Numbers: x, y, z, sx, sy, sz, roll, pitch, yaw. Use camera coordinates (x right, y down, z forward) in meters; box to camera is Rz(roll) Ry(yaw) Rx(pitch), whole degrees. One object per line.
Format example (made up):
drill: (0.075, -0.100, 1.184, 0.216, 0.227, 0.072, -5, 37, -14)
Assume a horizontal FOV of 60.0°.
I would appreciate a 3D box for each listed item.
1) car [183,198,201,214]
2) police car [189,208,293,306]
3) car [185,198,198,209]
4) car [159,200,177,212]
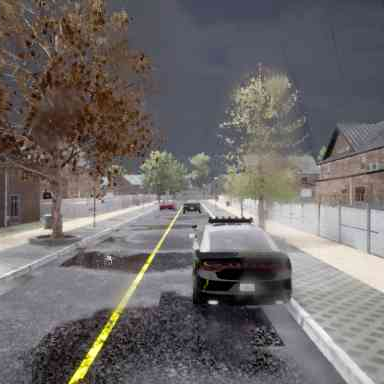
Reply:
car: (0.004, 1.503, 36.266, 1.882, 1.535, 5.008, 0, 0, 0)
police car: (0.946, 1.430, 8.275, 1.930, 1.638, 5.238, 0, 0, 0)
car: (-0.045, 1.563, 46.712, 1.812, 1.442, 4.674, 0, 0, 0)
car: (-2.831, 1.629, 39.216, 1.895, 1.301, 4.718, 0, 0, 0)
